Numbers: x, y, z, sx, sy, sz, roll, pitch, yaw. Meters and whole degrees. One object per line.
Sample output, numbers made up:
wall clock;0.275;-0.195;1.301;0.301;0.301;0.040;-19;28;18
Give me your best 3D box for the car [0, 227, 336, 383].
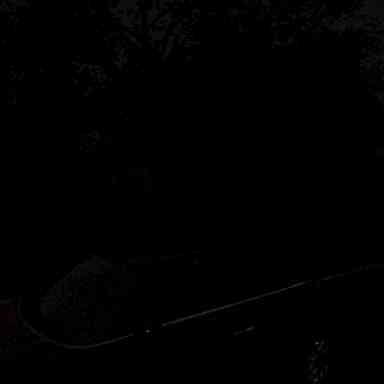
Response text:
car;-0.531;1.339;3.555;4.553;1.767;2.097;-1;0;-35
